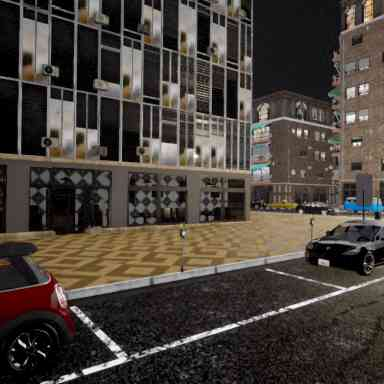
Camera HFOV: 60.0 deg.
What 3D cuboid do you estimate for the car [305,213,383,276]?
[{"bbox_3d":[5.398,1.567,10.392,4.313,1.339,1.947,0,1,-35],"label":"car"}]

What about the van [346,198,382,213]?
[{"bbox_3d":[19.142,1.525,37.437,1.690,1.788,3.998,0,-1,-35],"label":"van"}]

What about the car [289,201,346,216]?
[{"bbox_3d":[12.253,1.620,32.662,2.008,1.369,4.403,0,-1,-35],"label":"car"}]

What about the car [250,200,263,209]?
[{"bbox_3d":[9.653,1.865,51.114,1.947,1.339,4.313,0,-1,-35],"label":"car"}]

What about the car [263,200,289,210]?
[{"bbox_3d":[12.719,1.788,46.695,1.752,1.417,4.829,0,-1,-35],"label":"car"}]

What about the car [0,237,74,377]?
[{"bbox_3d":[-3.682,1.440,3.922,4.097,1.590,1.967,0,1,-35],"label":"car"}]
